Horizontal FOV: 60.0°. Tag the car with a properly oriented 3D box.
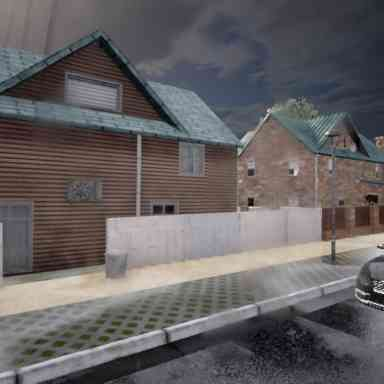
[{"bbox_3d":[5.294,1.507,6.848,4.892,1.490,1.837,0,0,-36],"label":"car"}]
